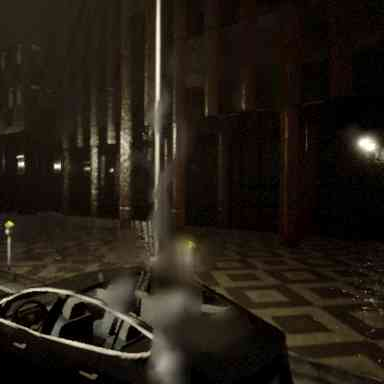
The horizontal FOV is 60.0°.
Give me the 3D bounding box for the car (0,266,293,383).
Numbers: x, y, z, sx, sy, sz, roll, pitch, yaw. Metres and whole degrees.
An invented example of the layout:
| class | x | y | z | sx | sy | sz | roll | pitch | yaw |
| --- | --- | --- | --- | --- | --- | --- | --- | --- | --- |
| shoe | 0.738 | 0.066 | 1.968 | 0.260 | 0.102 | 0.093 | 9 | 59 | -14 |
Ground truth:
| class | x | y | z | sx | sy | sz | roll | pitch | yaw |
| --- | --- | --- | --- | --- | --- | --- | --- | --- | --- |
| car | -1.086 | 1.541 | 3.741 | 4.313 | 1.339 | 1.947 | 1 | 0 | 36 |
